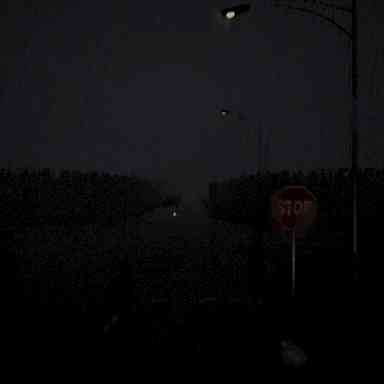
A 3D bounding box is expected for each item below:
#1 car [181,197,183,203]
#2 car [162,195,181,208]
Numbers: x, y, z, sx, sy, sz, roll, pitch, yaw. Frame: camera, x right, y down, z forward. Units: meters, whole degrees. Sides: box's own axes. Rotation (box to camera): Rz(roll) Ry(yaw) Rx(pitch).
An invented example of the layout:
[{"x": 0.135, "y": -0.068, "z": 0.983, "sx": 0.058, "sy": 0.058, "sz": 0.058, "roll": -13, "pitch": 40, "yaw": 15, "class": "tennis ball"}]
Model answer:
[{"x": -2.755, "y": 1.291, "z": 61.656, "sx": 1.837, "sy": 1.490, "sz": 4.892, "roll": 0, "pitch": 0, "yaw": 1, "class": "car"}, {"x": -2.813, "y": 1.418, "z": 43.770, "sx": 1.994, "sy": 1.385, "sz": 4.181, "roll": 0, "pitch": 0, "yaw": 0, "class": "car"}]
